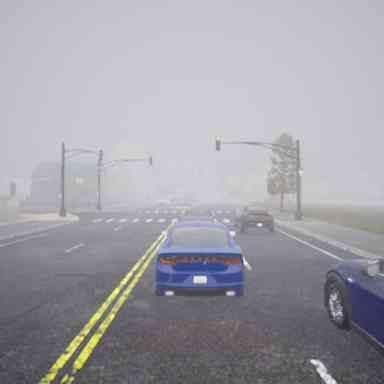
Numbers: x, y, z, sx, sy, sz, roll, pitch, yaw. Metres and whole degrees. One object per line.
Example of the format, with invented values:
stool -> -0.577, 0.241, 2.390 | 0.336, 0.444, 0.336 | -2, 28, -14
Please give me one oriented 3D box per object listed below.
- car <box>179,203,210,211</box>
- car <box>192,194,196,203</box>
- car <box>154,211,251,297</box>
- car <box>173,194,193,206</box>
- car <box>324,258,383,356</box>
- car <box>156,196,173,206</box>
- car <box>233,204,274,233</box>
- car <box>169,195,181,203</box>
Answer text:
car -> 0.329, 1.563, 18.484 | 2.033, 1.411, 5.357 | 0, 0, 1
car -> -0.326, 1.369, 71.628 | 2.150, 2.045, 5.566 | 0, 0, 5
car -> 0.171, 1.483, 8.670 | 1.882, 1.535, 5.008 | 0, 0, 0
car -> -1.489, 1.587, 56.251 | 2.128, 1.511, 4.902 | 0, 0, 4
car -> 3.384, 1.353, 4.062 | 2.097, 1.767, 4.553 | 0, 0, 0
car -> -4.755, 1.624, 56.125 | 1.812, 1.442, 4.674 | 0, 0, 4
car -> 3.621, 1.518, 19.920 | 1.837, 1.490, 4.892 | 0, -1, 1
car -> -3.588, 1.504, 71.621 | 2.097, 1.767, 4.553 | 0, 0, 5
